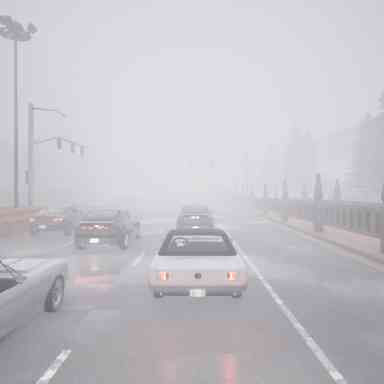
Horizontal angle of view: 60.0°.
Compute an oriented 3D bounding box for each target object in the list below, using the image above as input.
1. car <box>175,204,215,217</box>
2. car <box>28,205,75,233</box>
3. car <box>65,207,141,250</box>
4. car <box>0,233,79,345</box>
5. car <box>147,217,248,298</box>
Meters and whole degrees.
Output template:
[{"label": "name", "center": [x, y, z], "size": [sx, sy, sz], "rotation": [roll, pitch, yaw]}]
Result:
[{"label": "car", "center": [0.171, 1.386, 17.586], "size": [1.837, 1.490, 4.892], "rotation": [0, 0, 0]}, {"label": "car", "center": [-6.858, 1.408, 17.487], "size": [1.812, 1.442, 4.674], "rotation": [0, 0, -1]}, {"label": "car", "center": [-3.349, 1.413, 13.861], "size": [1.837, 1.490, 4.892], "rotation": [0, 0, 0]}, {"label": "car", "center": [-3.389, 1.577, 4.634], "size": [1.895, 1.301, 4.718], "rotation": [0, 0, 0]}, {"label": "car", "center": [0.123, 1.550, 8.326], "size": [1.895, 1.301, 4.718], "rotation": [0, 0, 0]}]
